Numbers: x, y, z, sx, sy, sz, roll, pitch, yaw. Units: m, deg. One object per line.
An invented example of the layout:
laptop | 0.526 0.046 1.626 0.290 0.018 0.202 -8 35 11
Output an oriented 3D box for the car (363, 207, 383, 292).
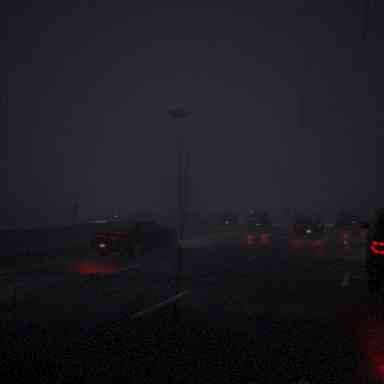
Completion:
car | 6.016 1.424 9.160 2.150 2.045 5.566 -2 -2 27

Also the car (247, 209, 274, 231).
car | 5.653 2.306 27.412 2.128 1.511 4.902 -2 -2 17

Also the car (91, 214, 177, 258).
car | -2.493 2.052 15.564 1.882 1.535 5.008 -2 -2 26

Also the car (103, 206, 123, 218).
car | -11.963 3.198 50.787 2.150 2.045 5.566 -1 -2 -1

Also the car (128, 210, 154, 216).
car | -5.802 3.023 40.917 2.033 1.411 5.357 -1 -2 7

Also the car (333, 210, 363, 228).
car | 13.089 2.218 27.940 1.812 1.442 4.674 -1 -2 15

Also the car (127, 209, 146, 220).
car | -8.461 3.399 50.784 2.033 1.411 5.357 -1 -2 -1

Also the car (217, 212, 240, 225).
car | 3.782 2.665 33.910 1.895 1.301 4.718 -1 -2 12

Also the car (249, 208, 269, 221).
car | 8.458 2.815 42.213 1.994 1.385 4.181 -1 -2 5

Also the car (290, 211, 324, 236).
car | 8.001 2.222 22.929 1.895 1.301 4.718 -2 -2 18

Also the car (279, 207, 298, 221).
car | 11.762 2.597 40.104 1.882 1.535 5.008 -1 -2 7
